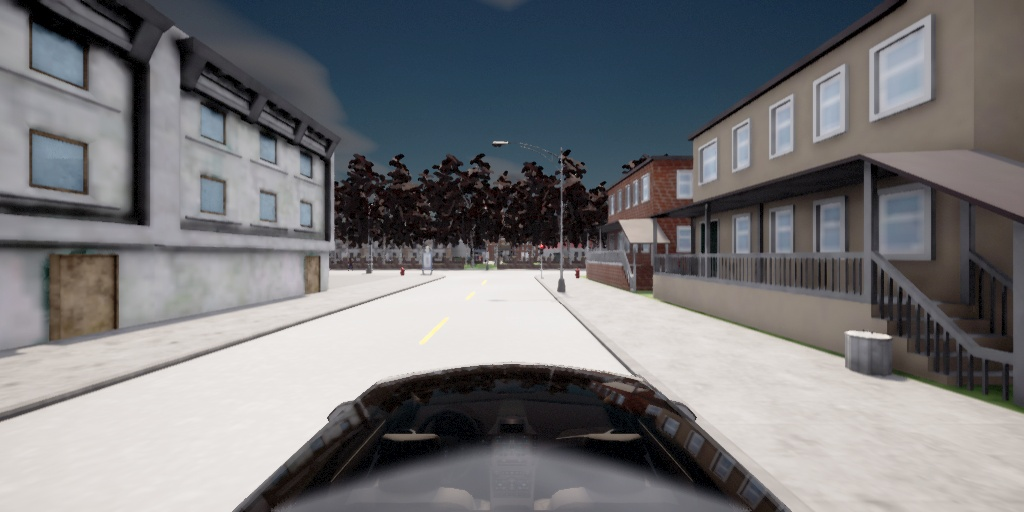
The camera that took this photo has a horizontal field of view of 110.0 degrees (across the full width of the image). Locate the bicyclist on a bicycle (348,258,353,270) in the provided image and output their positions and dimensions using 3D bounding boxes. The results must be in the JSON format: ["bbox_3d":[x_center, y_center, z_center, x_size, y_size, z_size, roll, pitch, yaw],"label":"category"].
[{"bbox_3d":[-22.034,1.074,48.909,0.582,1.620,1.656,0,0,0],"label":"bicyclist on a bicycle"}]
